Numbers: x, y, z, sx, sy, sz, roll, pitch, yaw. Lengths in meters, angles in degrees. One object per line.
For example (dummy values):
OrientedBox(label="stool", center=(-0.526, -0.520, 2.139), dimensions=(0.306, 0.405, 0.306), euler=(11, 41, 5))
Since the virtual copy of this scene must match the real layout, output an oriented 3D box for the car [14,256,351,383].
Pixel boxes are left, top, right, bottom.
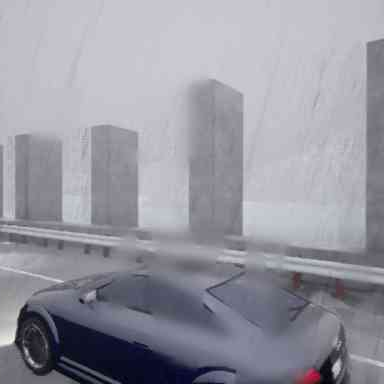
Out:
OrientedBox(label="car", center=(-0.330, 1.541, 4.167), dimensions=(4.181, 1.385, 1.994), euler=(0, 0, 34))
